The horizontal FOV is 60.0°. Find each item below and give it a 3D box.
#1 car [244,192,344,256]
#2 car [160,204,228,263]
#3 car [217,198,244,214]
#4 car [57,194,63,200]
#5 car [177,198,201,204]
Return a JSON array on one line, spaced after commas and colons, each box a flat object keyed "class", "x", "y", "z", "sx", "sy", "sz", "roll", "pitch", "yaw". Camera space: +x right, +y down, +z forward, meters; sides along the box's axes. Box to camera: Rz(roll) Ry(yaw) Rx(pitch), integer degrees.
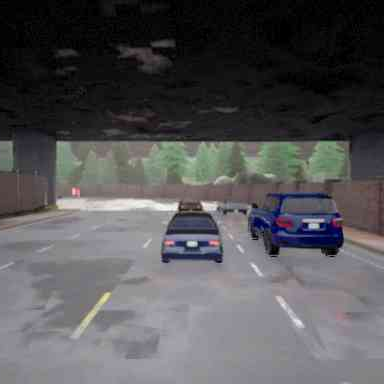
[{"class": "car", "x": 3.533, "y": 1.013, "z": 12.255, "sx": 2.150, "sy": 2.045, "sz": 5.566, "roll": 0, "pitch": 1, "yaw": 1}, {"class": "car", "x": 0.022, "y": 1.356, "z": 11.185, "sx": 2.033, "sy": 1.411, "sz": 5.357, "roll": 0, "pitch": 1, "yaw": 1}, {"class": "car", "x": 3.230, "y": 1.129, "z": 27.734, "sx": 1.895, "sy": 1.301, "sz": 4.718, "roll": 0, "pitch": 1, "yaw": -4}, {"class": "car", "x": -23.747, "y": 0.543, "z": 55.038, "sx": 5.008, "sy": 1.535, "sz": 1.882, "roll": 0, "pitch": 1, "yaw": 22}, {"class": "car", "x": -0.272, "y": 1.129, "z": 27.733, "sx": 1.895, "sy": 1.301, "sz": 4.718, "roll": 0, "pitch": 1, "yaw": -4}]
